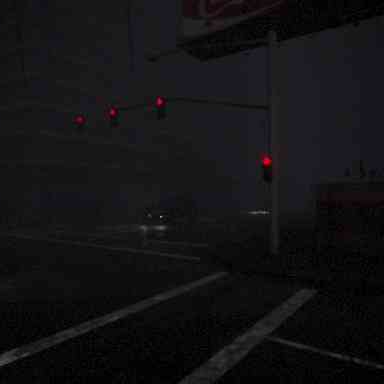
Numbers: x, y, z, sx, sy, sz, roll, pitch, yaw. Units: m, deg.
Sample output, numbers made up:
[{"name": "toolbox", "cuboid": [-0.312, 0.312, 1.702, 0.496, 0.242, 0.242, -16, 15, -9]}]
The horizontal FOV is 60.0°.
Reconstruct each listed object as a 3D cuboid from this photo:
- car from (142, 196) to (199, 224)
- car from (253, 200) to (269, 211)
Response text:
[{"name": "car", "cuboid": [-1.606, 1.410, 27.372, 2.150, 2.045, 5.566, -1, 0, 35]}, {"name": "car", "cuboid": [9.485, 1.757, 43.051, 1.994, 1.385, 4.181, -1, 0, 35]}]
